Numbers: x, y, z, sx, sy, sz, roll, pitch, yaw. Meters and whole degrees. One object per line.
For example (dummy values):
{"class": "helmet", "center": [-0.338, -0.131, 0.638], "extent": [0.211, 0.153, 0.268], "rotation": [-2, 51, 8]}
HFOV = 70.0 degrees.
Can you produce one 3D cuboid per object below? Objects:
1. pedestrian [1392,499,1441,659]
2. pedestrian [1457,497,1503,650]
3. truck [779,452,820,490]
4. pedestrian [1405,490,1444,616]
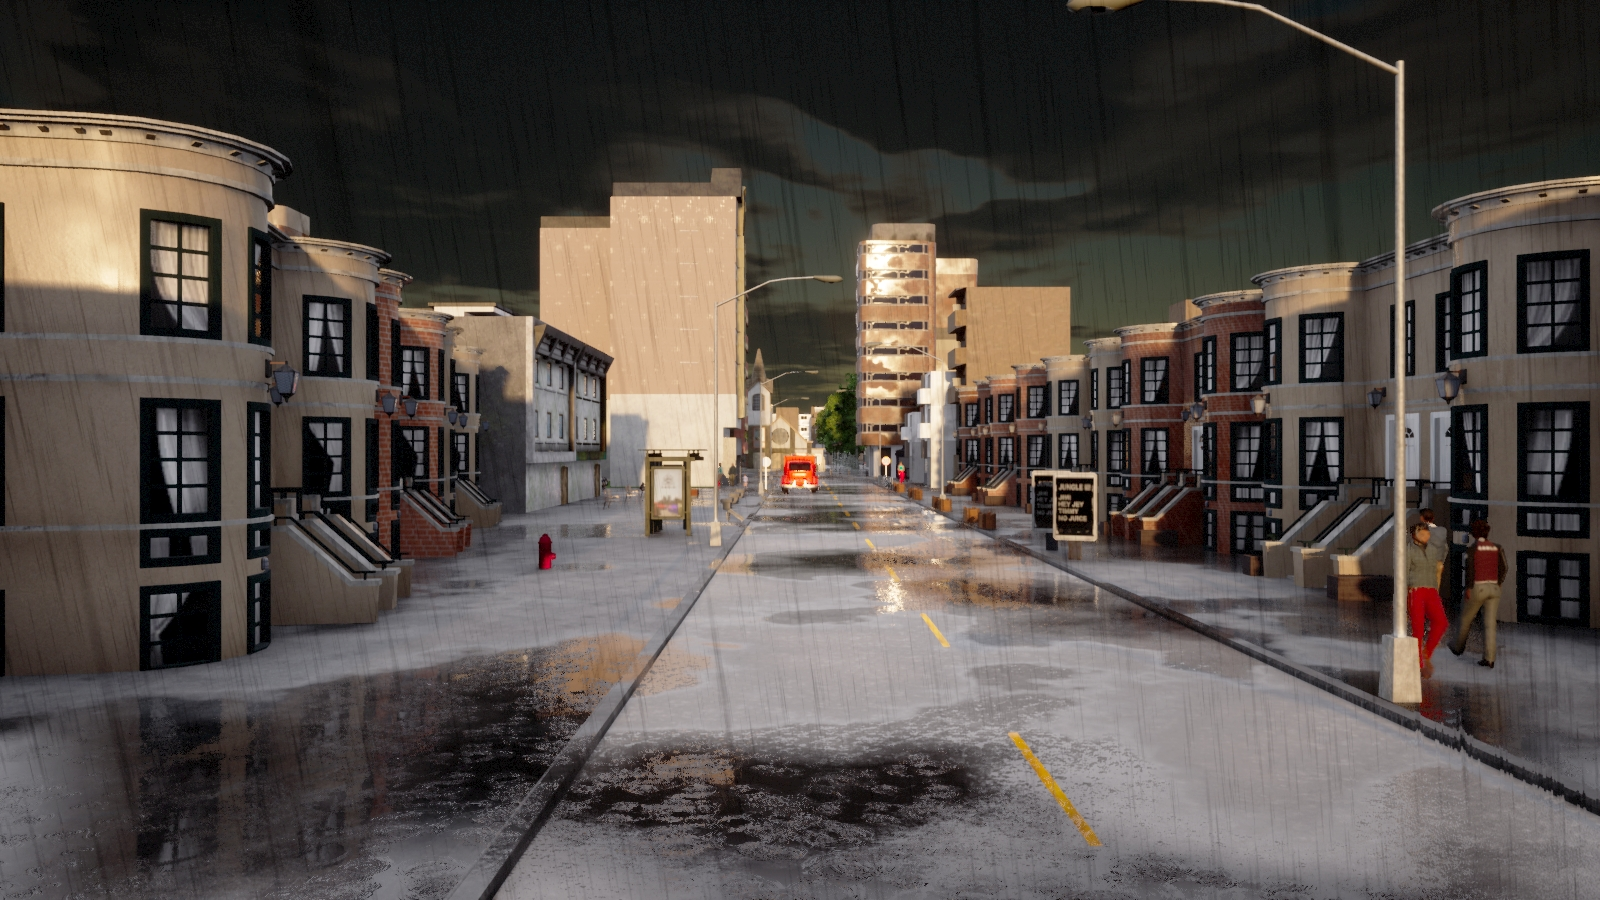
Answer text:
{"class": "pedestrian", "center": [7.378, 1.531, 13.682], "extent": [0.375, 1.860, 0.375], "rotation": [0, 0, -6]}
{"class": "pedestrian", "center": [8.502, 1.530, 14.290], "extent": [0.375, 1.860, 0.375], "rotation": [0, 0, 6]}
{"class": "truck", "center": [-0.020, 1.377, 76.361], "extent": [2.627, 2.467, 5.204], "rotation": [0, 0, 0]}
{"class": "pedestrian", "center": [9.379, 1.532, 17.170], "extent": [0.375, 1.860, 0.375], "rotation": [0, 0, 0]}
